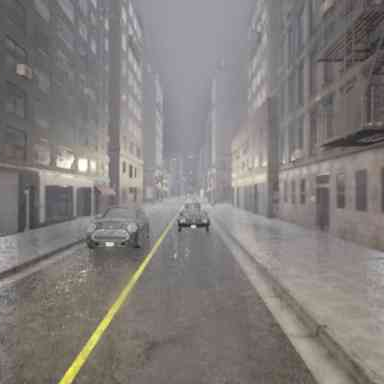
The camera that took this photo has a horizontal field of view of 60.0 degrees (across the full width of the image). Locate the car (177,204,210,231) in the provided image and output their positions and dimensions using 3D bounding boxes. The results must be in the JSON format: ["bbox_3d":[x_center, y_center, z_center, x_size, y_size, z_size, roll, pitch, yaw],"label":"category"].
[{"bbox_3d":[0.094,1.660,20.893,1.895,1.301,4.718,0,0,0],"label":"car"}]

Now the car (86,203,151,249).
[{"bbox_3d":[-3.102,1.394,14.799,2.097,1.767,4.553,0,0,0],"label":"car"}]

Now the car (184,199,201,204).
[{"bbox_3d":[0.089,1.602,40.068,2.128,1.511,4.902,0,0,0],"label":"car"}]
